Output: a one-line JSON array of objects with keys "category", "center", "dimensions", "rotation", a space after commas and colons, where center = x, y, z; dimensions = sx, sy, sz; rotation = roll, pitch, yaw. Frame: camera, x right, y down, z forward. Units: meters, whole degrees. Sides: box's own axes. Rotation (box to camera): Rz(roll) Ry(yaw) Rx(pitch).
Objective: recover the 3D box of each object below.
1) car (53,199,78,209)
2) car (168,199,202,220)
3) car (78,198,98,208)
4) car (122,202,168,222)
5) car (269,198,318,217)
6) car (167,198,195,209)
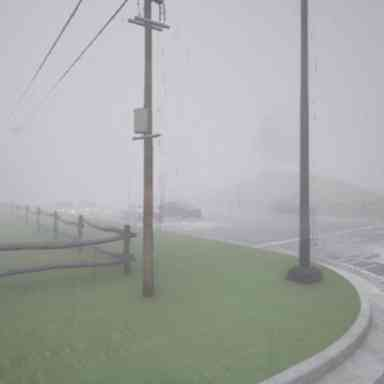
[{"category": "car", "center": [-18.171, 1.683, 47.159], "dimensions": [1.895, 1.301, 4.718], "rotation": [0, 0, -35]}, {"category": "car", "center": [-1.095, 1.523, 28.731], "dimensions": [1.882, 1.535, 5.008], "rotation": [0, 0, -35]}, {"category": "car", "center": [-15.761, 1.633, 49.833], "dimensions": [2.033, 1.411, 5.357], "rotation": [0, 0, -35]}, {"category": "car", "center": [-4.126, 1.570, 26.958], "dimensions": [1.812, 1.442, 4.674], "rotation": [0, 0, -35]}, {"category": "car", "center": [9.615, 1.400, 31.741], "dimensions": [2.097, 1.767, 4.553], "rotation": [0, 0, -35]}, {"category": "car", "center": [-1.635, 1.639, 47.843], "dimensions": [1.994, 1.385, 4.181], "rotation": [0, 0, -35]}]
